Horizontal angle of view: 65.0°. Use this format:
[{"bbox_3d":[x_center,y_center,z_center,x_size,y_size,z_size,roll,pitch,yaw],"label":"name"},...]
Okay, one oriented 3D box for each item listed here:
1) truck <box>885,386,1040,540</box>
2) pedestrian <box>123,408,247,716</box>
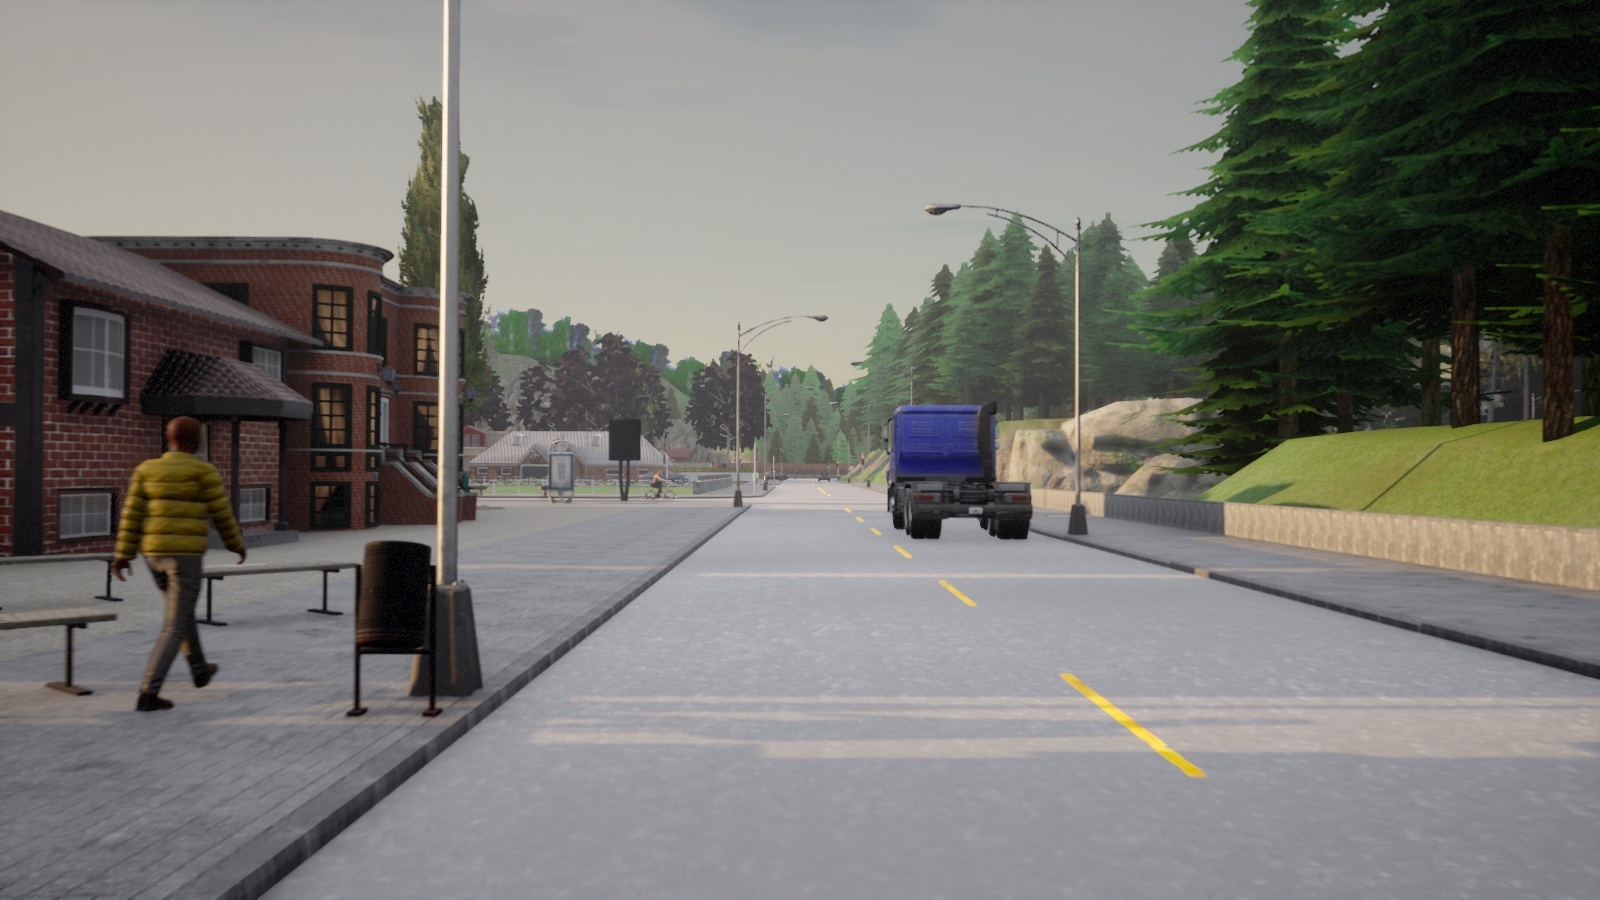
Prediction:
[{"bbox_3d":[3.922,0.356,32.185,2.891,3.462,7.936,0,-1,0],"label":"truck"},{"bbox_3d":[-3.829,0.671,7.856,0.370,1.835,0.726,0,-1,5],"label":"pedestrian"}]
